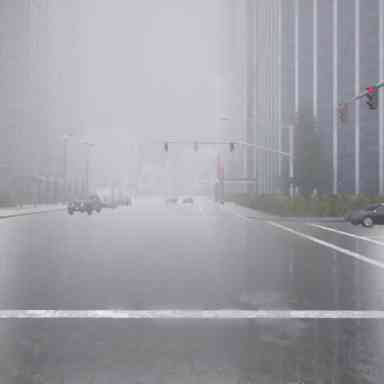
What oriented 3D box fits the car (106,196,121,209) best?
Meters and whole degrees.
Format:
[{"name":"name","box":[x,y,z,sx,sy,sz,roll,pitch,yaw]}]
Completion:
[{"name":"car","box":[-11.176,1.564,44.305,1.994,1.385,4.181,0,0,-1]}]

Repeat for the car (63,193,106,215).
[{"name":"car","box":[-11.090,1.221,34.776,2.150,2.045,5.566,0,0,-1]}]

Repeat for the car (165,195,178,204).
[{"name":"car","box":[-4.140,1.526,65.010,1.812,1.442,4.674,0,0,0]}]

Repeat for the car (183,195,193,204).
[{"name":"car","box":[-0.753,1.526,65.229,1.812,1.442,4.674,0,0,0]}]

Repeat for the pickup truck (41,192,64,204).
[{"name":"pickup truck","box":[-24.330,1.059,59.926,2.390,2.098,6.274,0,0,30]}]

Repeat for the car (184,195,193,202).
[{"name":"car","box":[-0.840,1.387,75.480,1.882,1.535,5.008,0,0,0]}]

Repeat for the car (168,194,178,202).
[{"name":"car","box":[-4.335,1.355,75.241,2.097,1.767,4.553,0,0,0]}]

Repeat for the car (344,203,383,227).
[{"name":"car","box":[12.630,1.505,21.969,4.892,1.490,1.837,0,0,0]}]

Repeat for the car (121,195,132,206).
[{"name":"car","box":[-11.250,1.352,54.511,2.097,1.767,4.553,0,0,-1]}]
